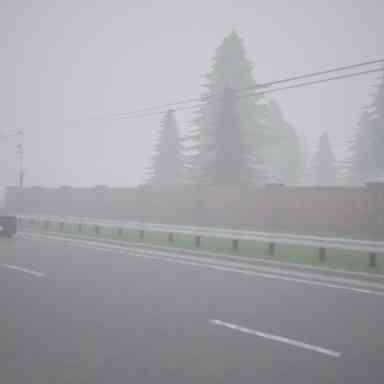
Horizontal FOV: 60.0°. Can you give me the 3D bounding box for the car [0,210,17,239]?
[{"bbox_3d":[-10.142,1.394,15.521,5.008,1.535,1.882,0,0,36],"label":"car"}]
